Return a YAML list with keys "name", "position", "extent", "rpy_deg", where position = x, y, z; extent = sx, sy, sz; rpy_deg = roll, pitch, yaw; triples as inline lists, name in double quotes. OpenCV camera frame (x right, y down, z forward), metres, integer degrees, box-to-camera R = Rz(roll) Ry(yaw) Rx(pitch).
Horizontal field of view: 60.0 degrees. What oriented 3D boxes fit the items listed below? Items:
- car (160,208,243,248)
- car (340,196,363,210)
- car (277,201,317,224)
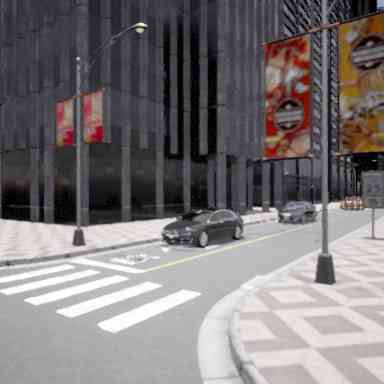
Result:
- name: "car"
  position: [0.602, 1.508, 14.963]
  extent: [1.837, 1.490, 4.892]
  rpy_deg: [0, 0, 36]
- name: "car"
  position: [20.348, 1.355, 42.304]
  extent: [2.097, 1.767, 4.553]
  rpy_deg: [0, 0, 36]
- name: "car"
  position: [8.048, 1.492, 25.316]
  extent: [2.128, 1.511, 4.902]
  rpy_deg: [0, 0, 36]
